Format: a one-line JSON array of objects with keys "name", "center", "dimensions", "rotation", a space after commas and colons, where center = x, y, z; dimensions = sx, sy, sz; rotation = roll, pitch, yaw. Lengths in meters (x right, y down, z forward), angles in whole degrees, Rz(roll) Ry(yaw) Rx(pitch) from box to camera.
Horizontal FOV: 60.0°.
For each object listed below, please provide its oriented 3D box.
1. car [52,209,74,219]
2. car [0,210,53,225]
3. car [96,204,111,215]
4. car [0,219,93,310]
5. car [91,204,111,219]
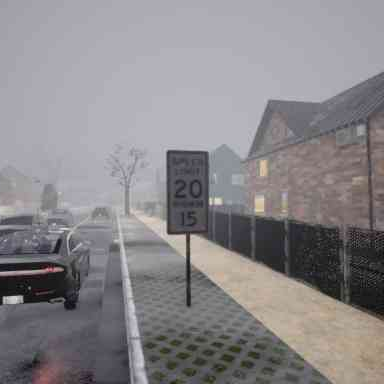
[{"name": "car", "center": [-10.951, 2.096, 27.600], "dimensions": [2.033, 1.411, 5.357], "rotation": [0, -1, -13]}, {"name": "car", "center": [-8.359, 1.819, 16.280], "dimensions": [1.837, 1.490, 4.892], "rotation": [0, -1, -13]}, {"name": "car", "center": [-12.663, 2.457, 47.760], "dimensions": [1.882, 1.535, 5.008], "rotation": [0, -1, -13]}, {"name": "car", "center": [-3.509, 1.626, 7.893], "dimensions": [2.128, 1.511, 4.902], "rotation": [0, -1, -13]}, {"name": "car", "center": [-10.315, 2.260, 37.739], "dimensions": [1.837, 1.490, 4.892], "rotation": [0, -1, -13]}]
